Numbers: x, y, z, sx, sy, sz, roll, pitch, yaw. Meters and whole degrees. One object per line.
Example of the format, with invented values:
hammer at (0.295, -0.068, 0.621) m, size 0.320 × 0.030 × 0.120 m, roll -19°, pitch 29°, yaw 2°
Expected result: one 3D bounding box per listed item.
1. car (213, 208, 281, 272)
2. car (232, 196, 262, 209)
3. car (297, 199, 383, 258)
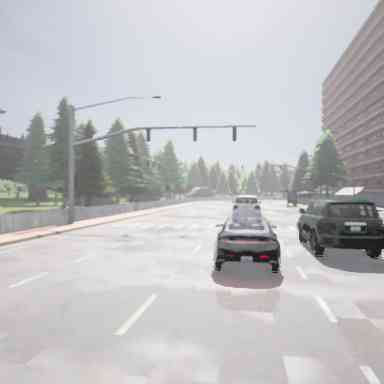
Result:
car at (1.781, 1.524, 10.976) m, size 2.128 × 1.511 × 4.902 m, roll 0°, pitch 0°, yaw 9°
car at (4.409, 1.308, 26.873) m, size 2.150 × 2.045 × 5.566 m, roll 1°, pitch 0°, yaw 10°
car at (5.666, 1.281, 13.280) m, size 2.150 × 2.045 × 5.566 m, roll 0°, pitch 0°, yaw 9°
